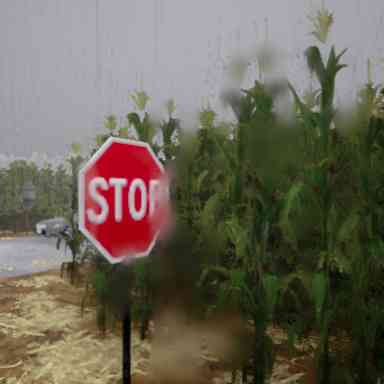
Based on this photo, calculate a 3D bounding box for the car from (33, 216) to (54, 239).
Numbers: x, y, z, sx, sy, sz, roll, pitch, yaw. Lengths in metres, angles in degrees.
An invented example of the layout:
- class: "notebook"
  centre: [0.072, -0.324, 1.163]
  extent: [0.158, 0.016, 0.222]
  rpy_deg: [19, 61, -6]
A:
- class: "car"
  centre: [-5.285, 1.447, 16.520]
  extent: [2.128, 1.511, 4.902]
  rpy_deg: [0, 0, 34]
